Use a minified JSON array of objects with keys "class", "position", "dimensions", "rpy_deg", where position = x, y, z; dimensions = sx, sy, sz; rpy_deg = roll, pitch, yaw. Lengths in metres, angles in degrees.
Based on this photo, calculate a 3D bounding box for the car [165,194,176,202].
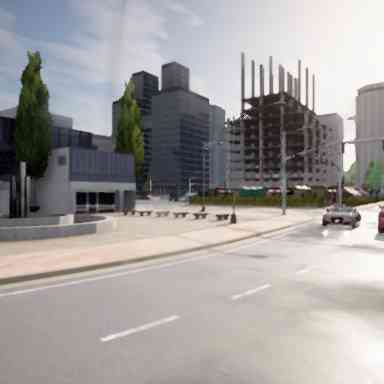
[{"class":"car","position":[-3.709,1.369,77.446],"dimensions":[1.905,1.878,3.866],"rpy_deg":[0,0,35]}]

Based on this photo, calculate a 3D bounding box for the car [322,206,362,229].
[{"class":"car","position":[10.180,1.626,22.466],"dimensions":[1.994,1.385,4.181],"rpy_deg":[0,0,34]}]

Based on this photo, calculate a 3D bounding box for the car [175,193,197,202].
[{"class":"car","position":[-1.355,1.604,75.759],"dimensions":[1.970,1.475,3.806],"rpy_deg":[0,0,35]}]

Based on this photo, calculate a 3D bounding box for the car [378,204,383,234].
[{"class":"car","position":[12.158,1.277,19.159],"dimensions":[2.150,2.045,5.566],"rpy_deg":[0,-1,34]}]
